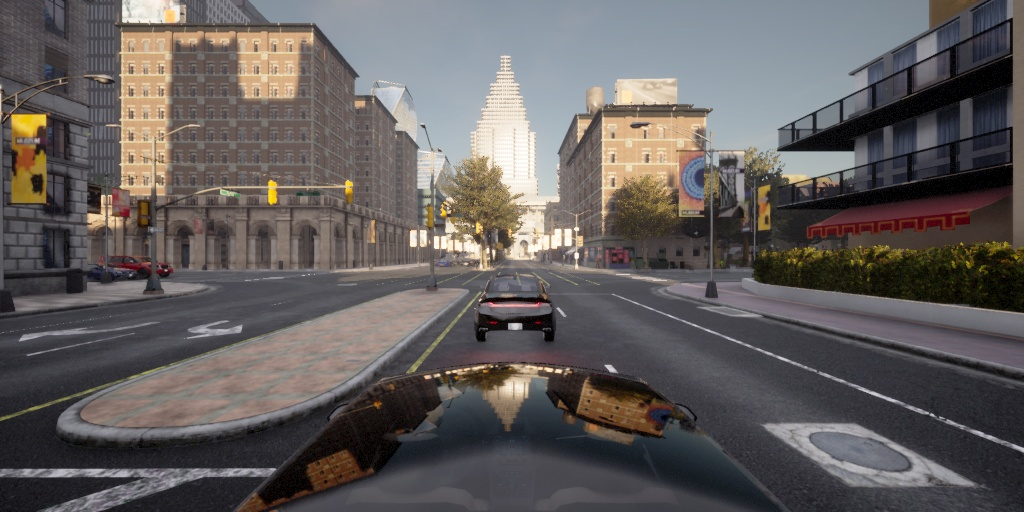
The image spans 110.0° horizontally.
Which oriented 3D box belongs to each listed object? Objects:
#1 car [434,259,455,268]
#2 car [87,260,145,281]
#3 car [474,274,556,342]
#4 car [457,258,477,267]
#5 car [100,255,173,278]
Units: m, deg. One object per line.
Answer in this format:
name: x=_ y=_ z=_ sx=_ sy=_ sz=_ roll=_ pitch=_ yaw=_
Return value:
car: x=-11.548 y=1.227 z=60.960 sx=1.882 sy=1.535 sz=5.008 roll=0 pitch=0 yaw=0
car: x=-33.439 y=1.276 z=29.249 sx=4.674 sy=1.442 sz=1.812 roll=0 pitch=0 yaw=0
car: x=0.080 y=1.242 z=9.827 sx=2.128 sy=1.511 sz=4.902 roll=0 pitch=0 yaw=0
car: x=-8.027 y=1.242 z=64.762 sx=2.128 sy=1.511 sz=4.902 roll=0 pitch=0 yaw=0
car: x=-34.439 y=0.971 z=32.738 sx=5.566 sy=2.045 sz=2.150 roll=0 pitch=0 yaw=-2
